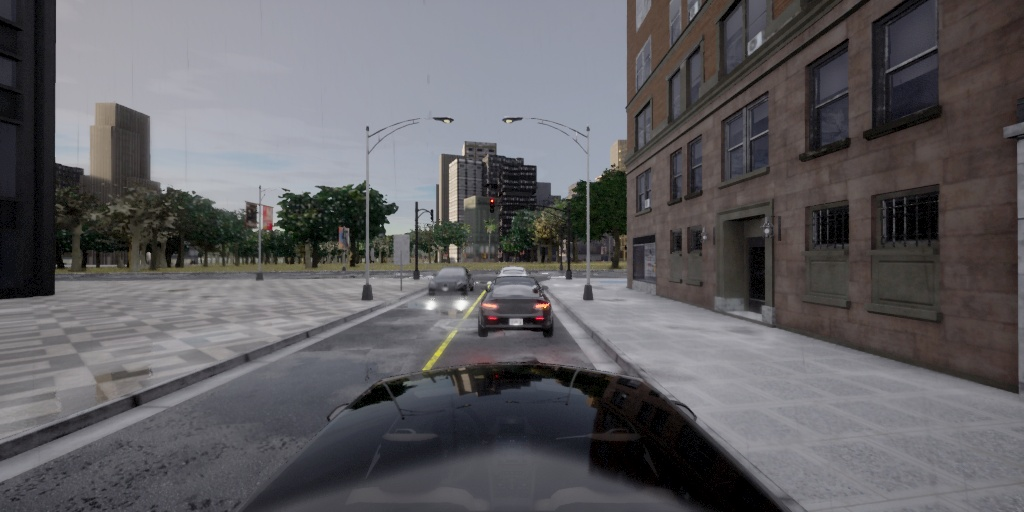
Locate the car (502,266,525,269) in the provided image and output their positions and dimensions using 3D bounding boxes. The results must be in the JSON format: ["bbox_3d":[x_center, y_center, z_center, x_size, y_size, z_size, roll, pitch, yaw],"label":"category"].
[{"bbox_3d":[0.064,1.277,19.208,1.812,1.442,4.674,0,0,0],"label":"car"}]

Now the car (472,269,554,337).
[{"bbox_3d":[0.083,1.276,10.148,1.812,1.442,4.674,0,0,0],"label":"car"}]

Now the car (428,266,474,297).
[{"bbox_3d":[-3.076,1.277,18.942,1.812,1.442,4.674,0,0,0],"label":"car"}]
